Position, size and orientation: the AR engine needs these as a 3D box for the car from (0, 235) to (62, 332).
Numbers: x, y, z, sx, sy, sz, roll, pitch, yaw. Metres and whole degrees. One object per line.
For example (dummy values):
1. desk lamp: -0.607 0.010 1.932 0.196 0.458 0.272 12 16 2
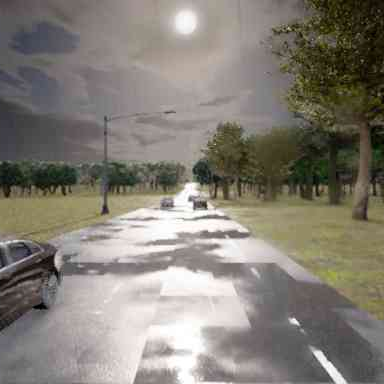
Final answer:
1. car: -3.598 1.481 4.959 2.128 1.511 4.902 0 0 0

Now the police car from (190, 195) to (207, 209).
1. police car: 1.065 1.447 45.016 1.930 1.638 5.238 0 0 0

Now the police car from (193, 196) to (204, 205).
1. police car: 1.070 1.506 61.019 1.930 1.638 5.238 0 0 0

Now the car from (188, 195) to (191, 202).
1. car: 0.026 1.516 78.942 2.097 1.767 4.553 0 0 0

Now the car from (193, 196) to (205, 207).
1. car: 1.068 1.532 54.908 1.882 1.535 5.008 0 0 0

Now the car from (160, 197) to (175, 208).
1. car: -3.554 1.538 48.496 1.837 1.490 4.892 0 -1 0
